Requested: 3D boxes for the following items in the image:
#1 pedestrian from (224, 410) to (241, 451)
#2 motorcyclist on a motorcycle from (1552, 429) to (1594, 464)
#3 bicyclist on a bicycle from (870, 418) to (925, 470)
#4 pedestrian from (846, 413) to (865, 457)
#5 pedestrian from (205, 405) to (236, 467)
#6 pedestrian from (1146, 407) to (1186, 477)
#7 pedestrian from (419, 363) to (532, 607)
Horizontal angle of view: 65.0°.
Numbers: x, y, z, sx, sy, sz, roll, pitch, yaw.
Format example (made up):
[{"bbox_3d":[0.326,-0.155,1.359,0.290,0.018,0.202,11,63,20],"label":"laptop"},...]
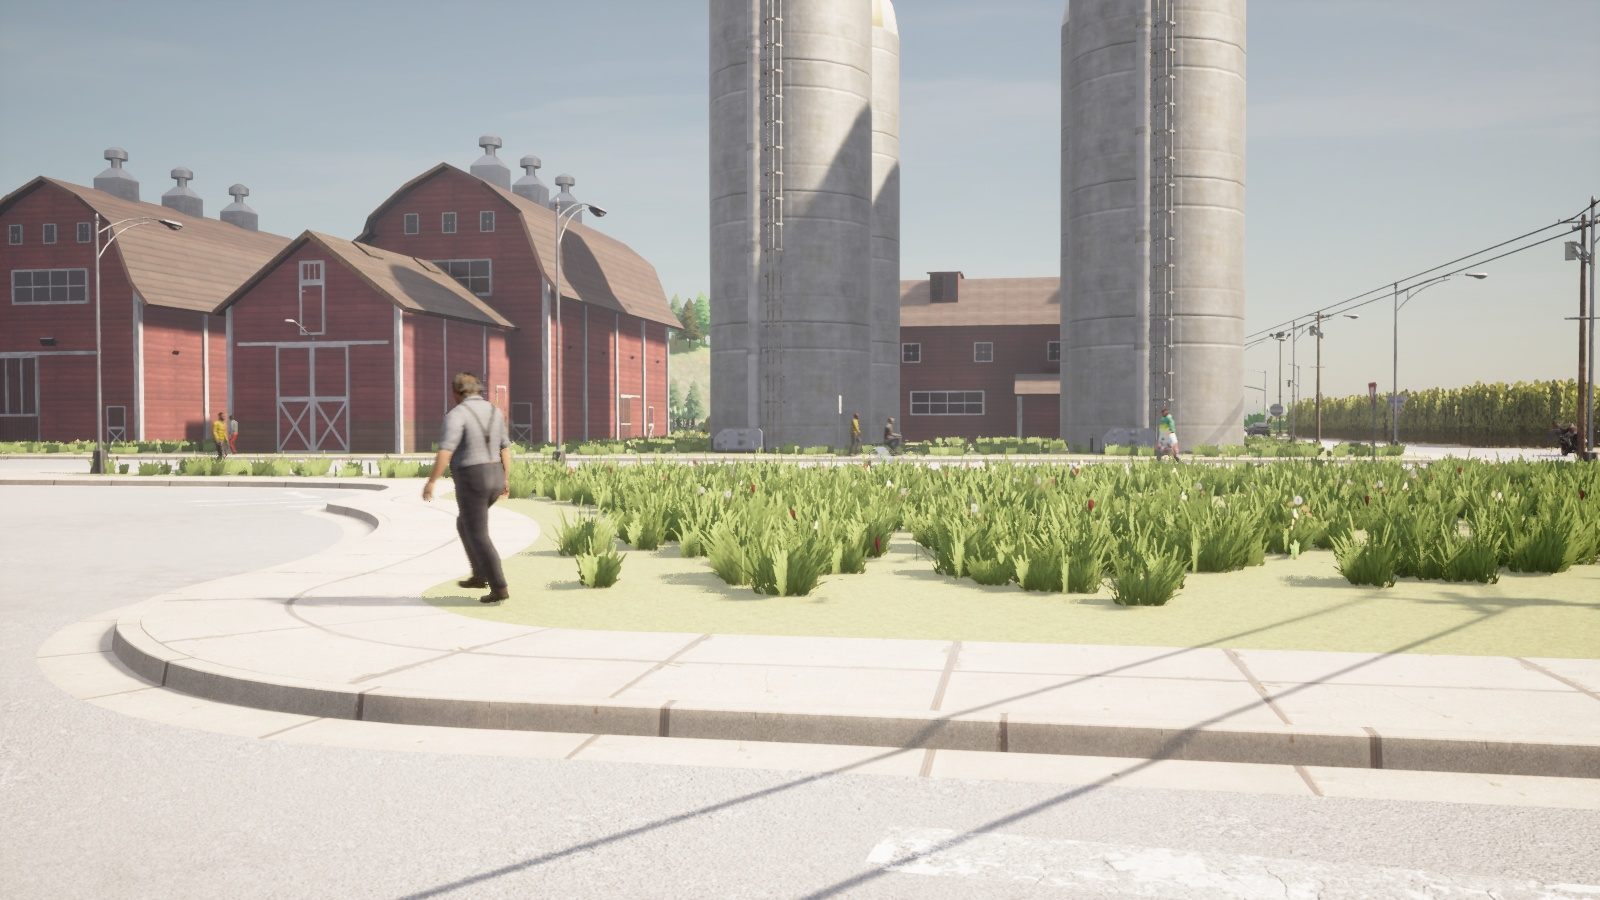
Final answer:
[{"bbox_3d":[-26.042,-0.906,57.635,0.614,1.847,0.353,0,1,5],"label":"pedestrian"},{"bbox_3d":[34.784,-0.169,56.559,0.866,1.530,2.191,1,1,10],"label":"motorcyclist on a motorcycle"},{"bbox_3d":[3.387,-0.222,43.490,1.843,1.776,0.659,0,1,10],"label":"bicyclist on a bicycle"},{"bbox_3d":[2.276,-0.618,51.588,0.726,1.835,0.370,0,1,8],"label":"pedestrian"},{"bbox_3d":[-17.457,-0.428,37.826,0.709,1.840,0.431,0,1,7],"label":"pedestrian"},{"bbox_3d":[10.402,-0.231,35.696,0.873,1.952,0.659,0,1,-19],"label":"pedestrian"},{"bbox_3d":[-2.563,0.255,9.925,0.694,1.848,0.540,1,1,33],"label":"pedestrian"}]
